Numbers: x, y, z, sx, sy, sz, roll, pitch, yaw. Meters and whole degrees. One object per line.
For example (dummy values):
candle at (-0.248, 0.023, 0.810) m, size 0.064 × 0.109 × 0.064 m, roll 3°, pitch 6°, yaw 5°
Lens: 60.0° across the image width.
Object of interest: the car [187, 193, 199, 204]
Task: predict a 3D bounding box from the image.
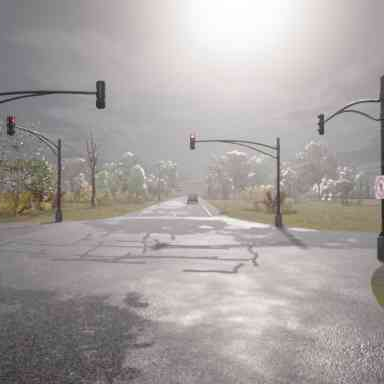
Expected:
car at (0.176, 1.292, 67.639) m, size 2.150 × 2.045 × 5.566 m, roll 0°, pitch 0°, yaw 0°
